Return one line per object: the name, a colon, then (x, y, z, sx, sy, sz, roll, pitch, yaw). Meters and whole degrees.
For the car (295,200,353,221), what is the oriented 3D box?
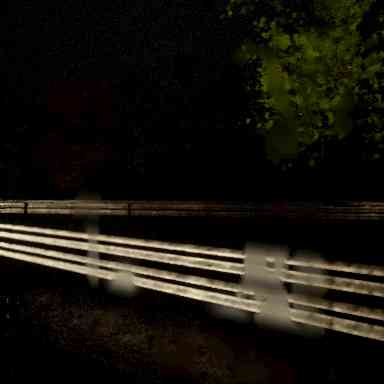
car: (10.969, 1.433, 27.883, 4.553, 1.767, 2.097, 0, 0, 14)
